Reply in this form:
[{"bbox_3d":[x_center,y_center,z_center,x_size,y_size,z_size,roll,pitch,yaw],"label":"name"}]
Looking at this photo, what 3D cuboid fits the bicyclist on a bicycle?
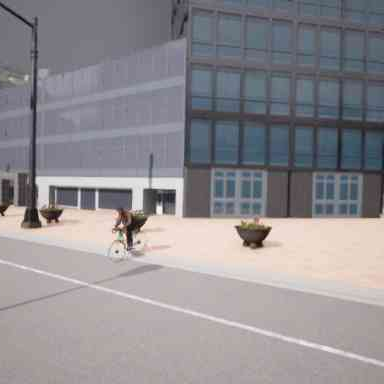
[{"bbox_3d":[-1.982,1.216,10.148,0.582,1.620,1.656,1,10,34],"label":"bicyclist on a bicycle"}]
